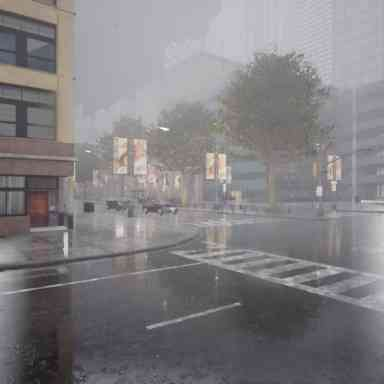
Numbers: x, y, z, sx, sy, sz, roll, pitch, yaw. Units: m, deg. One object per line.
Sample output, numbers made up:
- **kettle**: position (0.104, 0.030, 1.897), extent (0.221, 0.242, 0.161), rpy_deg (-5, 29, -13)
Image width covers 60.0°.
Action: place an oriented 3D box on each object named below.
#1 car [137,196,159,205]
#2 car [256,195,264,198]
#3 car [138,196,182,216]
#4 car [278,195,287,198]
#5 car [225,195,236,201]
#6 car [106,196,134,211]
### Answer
- **car**: position (-8.012, 1.478, 59.870), extent (1.882, 1.535, 5.008), rpy_deg (0, 0, -36)
- **car**: position (17.687, 1.463, 83.099), extent (1.895, 1.301, 4.718), rpy_deg (0, 0, -36)
- **car**: position (-3.225, 1.492, 33.279), extent (2.128, 1.511, 4.902), rpy_deg (0, 0, -36)
- **car**: position (18.484, 1.320, 69.165), extent (2.002, 1.452, 4.674), rpy_deg (0, 0, -36)
- **car**: position (8.022, 1.413, 76.669), extent (2.161, 1.482, 4.786), rpy_deg (0, 0, -36)
- **car**: position (-8.940, 1.352, 41.294), extent (2.097, 1.767, 4.553), rpy_deg (0, 0, -35)
